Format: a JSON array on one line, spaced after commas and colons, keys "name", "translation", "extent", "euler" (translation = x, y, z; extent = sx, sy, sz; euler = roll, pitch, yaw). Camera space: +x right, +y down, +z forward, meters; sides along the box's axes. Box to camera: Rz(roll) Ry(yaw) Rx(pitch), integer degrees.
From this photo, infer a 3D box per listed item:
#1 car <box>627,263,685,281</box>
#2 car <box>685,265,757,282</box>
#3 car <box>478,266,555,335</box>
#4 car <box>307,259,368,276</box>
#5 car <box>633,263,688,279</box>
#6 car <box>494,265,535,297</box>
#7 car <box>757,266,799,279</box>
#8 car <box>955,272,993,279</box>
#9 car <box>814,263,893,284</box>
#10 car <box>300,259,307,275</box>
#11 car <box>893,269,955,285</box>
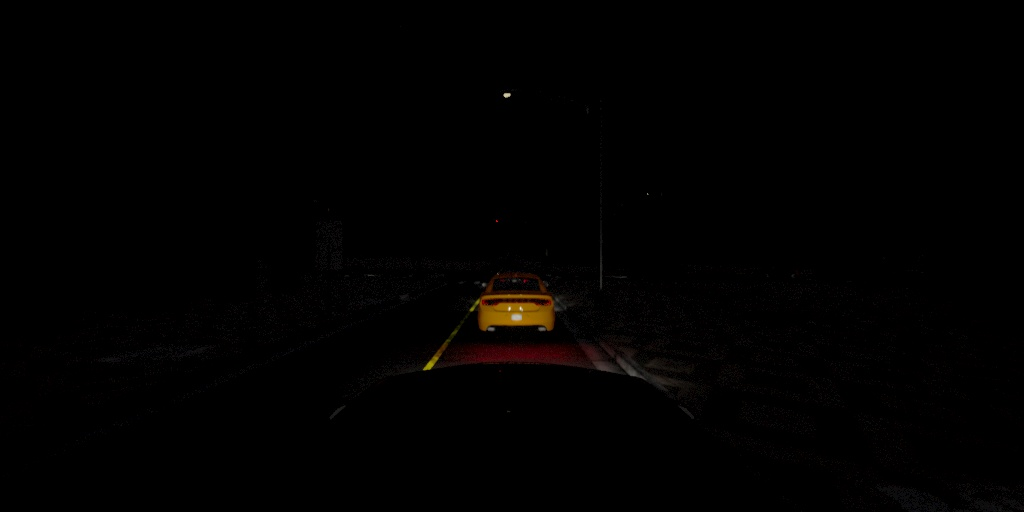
[{"name": "car", "translation": [12.149, 1.509, 31.055], "extent": [4.313, 1.339, 1.948], "euler": [0, 0, 0]}, {"name": "car", "translation": [17.961, 1.556, 31.050], "extent": [4.829, 1.417, 1.751], "euler": [0, 0, 0]}, {"name": "car", "translation": [0.105, 1.223, 10.503], "extent": [1.882, 1.535, 5.008], "euler": [0, 0, 0]}, {"name": "car", "translation": [-14.759, 1.101, 30.983], "extent": [4.403, 1.370, 2.007], "euler": [0, 0, 0]}, {"name": "car", "translation": [15.261, 1.489, 36.911], "extent": [4.892, 1.490, 1.837], "euler": [1, 0, 0]}, {"name": "car", "translation": [0.115, 1.288, 20.330], "extent": [2.033, 1.411, 5.357], "euler": [0, 0, 0]}, {"name": "car", "translation": [29.094, 1.746, 39.565], "extent": [4.507, 1.381, 1.888], "euler": [0, 0, 0]}, {"name": "car", "translation": [40.372, 1.980, 31.029], "extent": [4.207, 1.307, 1.802], "euler": [0, 0, 0]}, {"name": "car", "translation": [29.079, 1.525, 31.039], "extent": [5.009, 1.841, 2.192], "euler": [0, 0, 0]}, {"name": "car", "translation": [-17.984, 1.007, 33.741], "extent": [4.892, 1.490, 1.837], "euler": [1, 0, 0]}, {"name": "car", "translation": [34.722, 1.848, 31.034], "extent": [4.507, 1.381, 1.888], "euler": [0, 0, 0]}]
